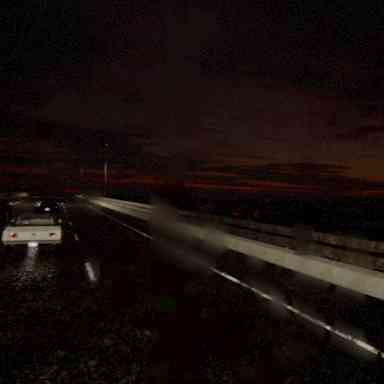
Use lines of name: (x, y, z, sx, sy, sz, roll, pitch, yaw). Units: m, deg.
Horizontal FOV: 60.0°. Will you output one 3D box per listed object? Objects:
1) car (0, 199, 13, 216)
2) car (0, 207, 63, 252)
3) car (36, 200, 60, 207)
car: (-14.712, 1.226, 24.979, 1.882, 1.535, 5.008, 2, 0, -22)
car: (-6.315, 1.513, 13.565, 1.895, 1.301, 4.718, 2, 0, -22)
car: (-12.855, 1.395, 29.700, 1.994, 1.385, 4.181, 2, 0, -22)
